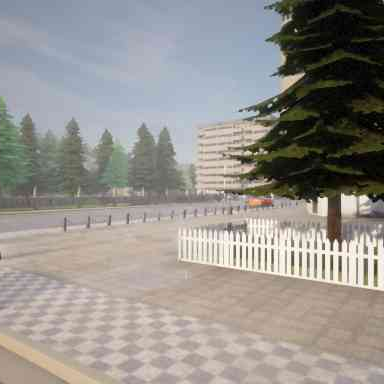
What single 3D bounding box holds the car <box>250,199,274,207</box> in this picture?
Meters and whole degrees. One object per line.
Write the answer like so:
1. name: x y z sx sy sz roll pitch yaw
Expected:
1. car: 10.605 1.352 50.136 2.097 1.767 4.553 0 0 36
